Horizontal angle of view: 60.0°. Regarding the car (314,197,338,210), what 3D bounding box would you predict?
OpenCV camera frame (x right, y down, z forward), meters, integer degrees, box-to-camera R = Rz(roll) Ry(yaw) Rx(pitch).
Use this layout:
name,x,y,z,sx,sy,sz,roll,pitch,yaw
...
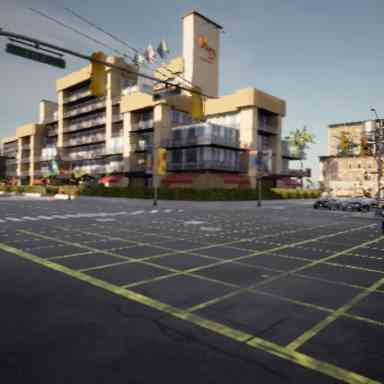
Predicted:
name,x,y,z,sx,sy,sz,roll,pitch,yaw
car,16.005,1.312,39.194,1.994,1.385,4.181,1,1,43

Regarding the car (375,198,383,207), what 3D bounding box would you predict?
name,x,y,z,sx,sy,sz,roll,pitch,yaw
car,24.218,1.423,42.836,1.895,1.301,4.718,1,1,44

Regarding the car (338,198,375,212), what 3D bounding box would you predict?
name,x,y,z,sx,sy,sz,roll,pitch,yaw
car,17.975,1.338,36.204,1.812,1.442,4.674,1,1,44

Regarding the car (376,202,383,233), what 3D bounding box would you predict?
name,x,y,z,sx,sy,sz,roll,pitch,yaw
car,11.587,1.424,17.551,1.882,1.535,5.008,1,1,43
